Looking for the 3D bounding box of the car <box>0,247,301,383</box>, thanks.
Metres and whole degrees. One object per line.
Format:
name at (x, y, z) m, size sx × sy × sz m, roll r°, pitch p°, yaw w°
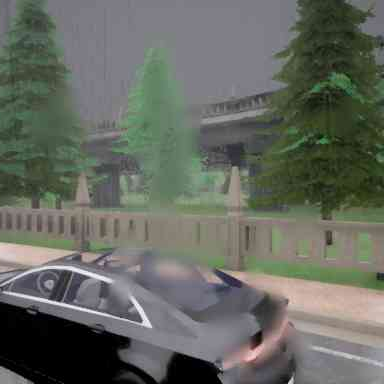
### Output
car at (-1.183, 1.491, 4.242) m, size 4.902 × 1.511 × 2.128 m, roll 0°, pitch 0°, yaw 33°
